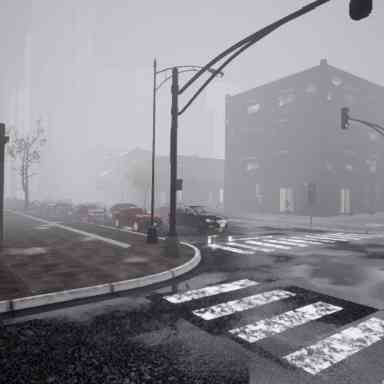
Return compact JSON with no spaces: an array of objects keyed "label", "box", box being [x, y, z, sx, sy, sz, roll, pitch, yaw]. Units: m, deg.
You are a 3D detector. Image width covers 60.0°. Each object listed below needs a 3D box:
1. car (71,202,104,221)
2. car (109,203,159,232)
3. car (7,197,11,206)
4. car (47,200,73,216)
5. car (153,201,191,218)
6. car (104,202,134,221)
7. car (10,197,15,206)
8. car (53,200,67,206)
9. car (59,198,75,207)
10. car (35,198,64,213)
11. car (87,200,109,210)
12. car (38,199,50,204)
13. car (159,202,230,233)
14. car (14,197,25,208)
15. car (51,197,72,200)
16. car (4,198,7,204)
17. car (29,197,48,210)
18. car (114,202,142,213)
[{"label":"car","box":[-8.548,1.730,28.232,1.802,1.307,4.206,1,-1,-35]},{"label":"car","box":[-3.391,1.615,20.855,1.887,1.381,4.507,1,-1,-35]},{"label":"car","box":[-35.231,2.131,66.634,1.947,1.339,4.313,1,-1,-35]},{"label":"car","box":[-13.704,1.791,35.610,1.947,1.339,4.313,1,-1,-35]},{"label":"car","box":[-2.097,1.762,34.083,1.967,1.590,4.097,1,-1,-35]},{"label":"car","box":[-5.679,1.695,28.891,1.837,1.490,4.892,1,-1,-35]},{"label":"car","box":[-32.061,2.081,62.099,1.947,1.339,4.313,1,-1,-35]},{"label":"car","box":[-28.362,2.306,71.432,1.802,1.307,4.206,1,-1,-35]},{"label":"car","box":[-25.192,2.114,66.898,1.967,1.590,4.097,1,-1,-35]},{"label":"car","box":[-18.003,1.843,41.810,2.008,1.369,4.403,1,-1,-35]},{"label":"car","box":[-14.781,2.038,52.123,1.752,1.417,4.829,1,-1,-35]},{"label":"car","box":[-37.969,2.403,85.176,1.752,1.417,4.829,1,-1,-35]},{"label":"car","box":[0.282,1.593,20.358,2.128,1.511,4.902,1,-1,-35]},{"label":"car","box":[-29.073,2.012,57.811,1.887,1.381,4.507,1,-1,-35]},{"label":"car","box":[-22.992,2.049,59.253,2.128,1.511,4.902,1,-1,-35]},{"label":"car","box":[-38.400,1.930,71.172,2.192,1.841,5.009,1,-1,-35]},{"label":"car","box":[-22.679,1.891,48.572,1.752,1.417,4.829,1,-1,-35]},{"label":"car","box":[-8.301,1.966,42.945,2.008,1.369,4.403,1,-1,-35]}]
